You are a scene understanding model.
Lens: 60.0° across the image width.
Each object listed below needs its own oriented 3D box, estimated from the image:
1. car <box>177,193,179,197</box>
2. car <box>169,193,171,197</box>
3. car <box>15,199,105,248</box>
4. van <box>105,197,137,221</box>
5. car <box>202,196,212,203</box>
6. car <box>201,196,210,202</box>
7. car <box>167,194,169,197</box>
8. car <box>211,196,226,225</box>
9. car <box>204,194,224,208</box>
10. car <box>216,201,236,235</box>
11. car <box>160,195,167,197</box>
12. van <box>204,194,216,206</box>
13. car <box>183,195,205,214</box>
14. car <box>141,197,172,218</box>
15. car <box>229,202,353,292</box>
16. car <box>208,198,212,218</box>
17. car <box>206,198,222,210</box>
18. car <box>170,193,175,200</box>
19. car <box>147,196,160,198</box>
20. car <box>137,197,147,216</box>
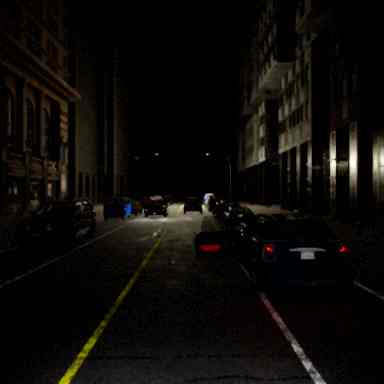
[{"bbox_3d":[-5.640,1.132,93.219,2.192,1.841,5.009,0,0,0],"label":"car"},{"bbox_3d":[-5.677,1.429,65.210,1.947,1.339,4.313,0,0,0],"label":"car"},{"bbox_3d":[-5.741,1.278,14.794,2.192,1.841,5.009,0,0,0],"label":"car"},{"bbox_3d":[-5.727,1.279,25.997,1.690,1.788,3.998,0,0,0],"label":"van"},{"bbox_3d":[2.848,1.445,65.216,1.802,1.307,4.206,0,0,0],"label":"car"},{"bbox_3d":[2.855,1.435,70.817,1.802,1.307,4.206,0,0,0],"label":"car"},{"bbox_3d":[-5.684,1.455,59.608,1.802,1.307,4.206,0,0,0],"label":"car"},{"bbox_3d":[2.798,1.378,26.001,1.967,1.590,4.097,0,0,0],"label":"car"},{"bbox_3d":[2.812,1.231,37.204,2.192,1.841,5.009,0,0,0],"label":"car"},{"bbox_3d":[2.790,1.501,20.398,2.008,1.369,4.403,0,0,0],"label":"car"},{"bbox_3d":[-5.691,1.324,54.007,1.967,1.590,4.097,0,0,0],"label":"car"},{"bbox_3d":[2.834,1.225,54.011,1.690,1.788,3.998,0,0,0],"label":"van"},{"bbox_3d":[0.103,1.399,34.553,1.882,1.535,5.008,0,0,0],"label":"car"},{"bbox_3d":[-3.049,1.457,29.422,1.812,1.442,4.674,0,0,0],"label":"car"},{"bbox_3d":[2.399,1.329,9.015,2.097,1.767,4.553,0,0,0],"label":"car"},{"bbox_3d":[2.804,1.509,31.603,1.802,1.307,4.206,0,0,0],"label":"car"},{"bbox_3d":[2.819,1.487,42.807,1.802,1.307,4.206,0,0,0],"label":"car"},{"bbox_3d":[-5.662,1.395,76.413,2.008,1.369,4.403,0,0,0],"label":"car"},{"bbox_3d":[-5.706,1.345,42.804,1.967,1.590,4.097,0,0,0],"label":"car"},{"bbox_3d":[-5.721,1.452,31.429,1.752,1.417,4.829,0,0,0],"label":"car"}]
